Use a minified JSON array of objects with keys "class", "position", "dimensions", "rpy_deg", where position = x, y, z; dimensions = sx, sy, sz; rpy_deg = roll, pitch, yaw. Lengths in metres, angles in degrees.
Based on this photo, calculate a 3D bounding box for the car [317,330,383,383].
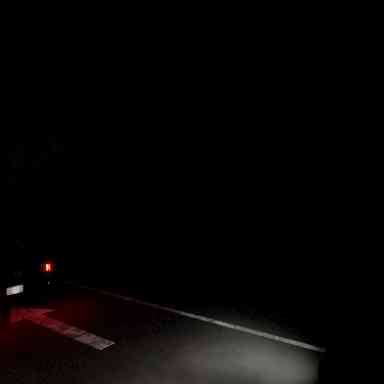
[{"class":"car","position":[3.084,1.526,1.718],"dimensions":[4.674,1.442,1.812],"rpy_deg":[0,0,36]}]

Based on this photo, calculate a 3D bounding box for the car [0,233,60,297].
[{"class":"car","position":[-5.211,1.601,7.713],"dimensions":[4.718,1.301,1.895],"rpy_deg":[0,0,35]}]
